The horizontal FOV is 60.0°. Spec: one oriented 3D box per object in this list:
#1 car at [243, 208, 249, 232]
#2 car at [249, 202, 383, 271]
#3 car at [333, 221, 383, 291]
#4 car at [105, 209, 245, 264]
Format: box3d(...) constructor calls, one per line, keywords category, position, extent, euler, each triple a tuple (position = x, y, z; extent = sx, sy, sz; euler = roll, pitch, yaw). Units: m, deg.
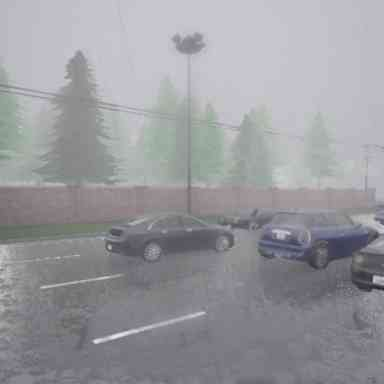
box3d(category="car", position=(3.865, 1.587, 19.398), extent=(4.718, 1.301, 1.895), euler=(0, 0, -36))
box3d(category="car", position=(4.387, 1.342, 11.177), extent=(4.553, 1.767, 2.097), euler=(0, 0, -35))
box3d(category="car", position=(5.467, 1.517, 7.662), extent=(4.674, 1.442, 1.812), euler=(0, 0, -36))
box3d(category="car", position=(-0.617, 1.499, 11.905), extent=(4.892, 1.490, 1.837), euler=(0, 0, -35))
